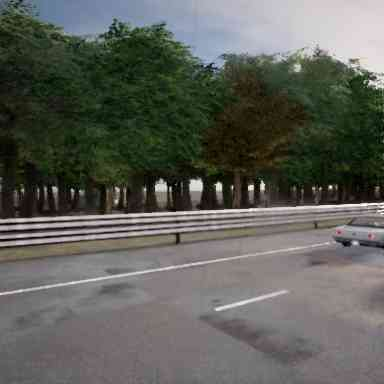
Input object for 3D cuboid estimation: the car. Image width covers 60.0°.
[{"bbox_3d":[7.892,1.608,13.672,4.718,1.301,1.895,0,0,-35],"label":"car"}]
